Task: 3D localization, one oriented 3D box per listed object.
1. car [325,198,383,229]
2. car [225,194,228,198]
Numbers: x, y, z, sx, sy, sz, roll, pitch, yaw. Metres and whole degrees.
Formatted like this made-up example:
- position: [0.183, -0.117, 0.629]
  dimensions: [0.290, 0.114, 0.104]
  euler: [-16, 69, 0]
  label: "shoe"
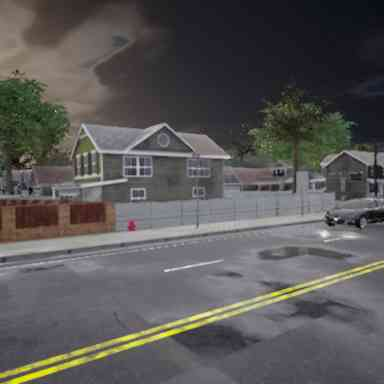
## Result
- position: [9.229, 1.098, 18.164]
  dimensions: [4.892, 1.490, 1.837]
  euler: [-1, 0, -35]
  label: "car"
- position: [4.246, 0.789, 51.529]
  dimensions: [2.128, 1.511, 4.902]
  euler: [-2, 1, -35]
  label: "car"
